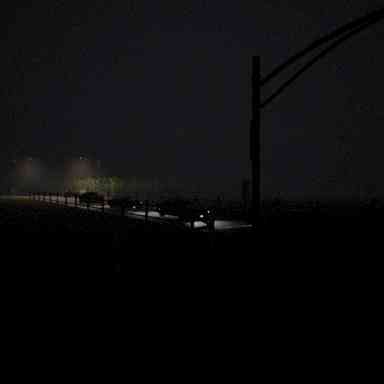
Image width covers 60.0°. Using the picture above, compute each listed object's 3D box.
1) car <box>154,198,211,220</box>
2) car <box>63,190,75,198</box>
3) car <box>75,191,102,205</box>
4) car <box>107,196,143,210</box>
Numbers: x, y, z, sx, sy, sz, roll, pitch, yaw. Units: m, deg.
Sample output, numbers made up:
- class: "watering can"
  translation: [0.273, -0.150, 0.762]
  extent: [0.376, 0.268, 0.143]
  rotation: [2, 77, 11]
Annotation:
- class: "car"
  translation: [-0.855, 1.180, 24.361]
  extent: [2.033, 1.411, 5.357]
  rotation: [0, 1, -35]
- class: "car"
  translation: [-22.525, 0.355, 62.016]
  extent: [1.882, 1.535, 5.008]
  rotation: [0, 1, -35]
- class: "car"
  translation: [-12.453, 0.743, 41.068]
  extent: [1.882, 1.535, 5.008]
  rotation: [0, 1, -35]
- class: "car"
  translation: [-6.591, 1.051, 32.613]
  extent: [1.895, 1.301, 4.718]
  rotation: [0, 1, -35]
